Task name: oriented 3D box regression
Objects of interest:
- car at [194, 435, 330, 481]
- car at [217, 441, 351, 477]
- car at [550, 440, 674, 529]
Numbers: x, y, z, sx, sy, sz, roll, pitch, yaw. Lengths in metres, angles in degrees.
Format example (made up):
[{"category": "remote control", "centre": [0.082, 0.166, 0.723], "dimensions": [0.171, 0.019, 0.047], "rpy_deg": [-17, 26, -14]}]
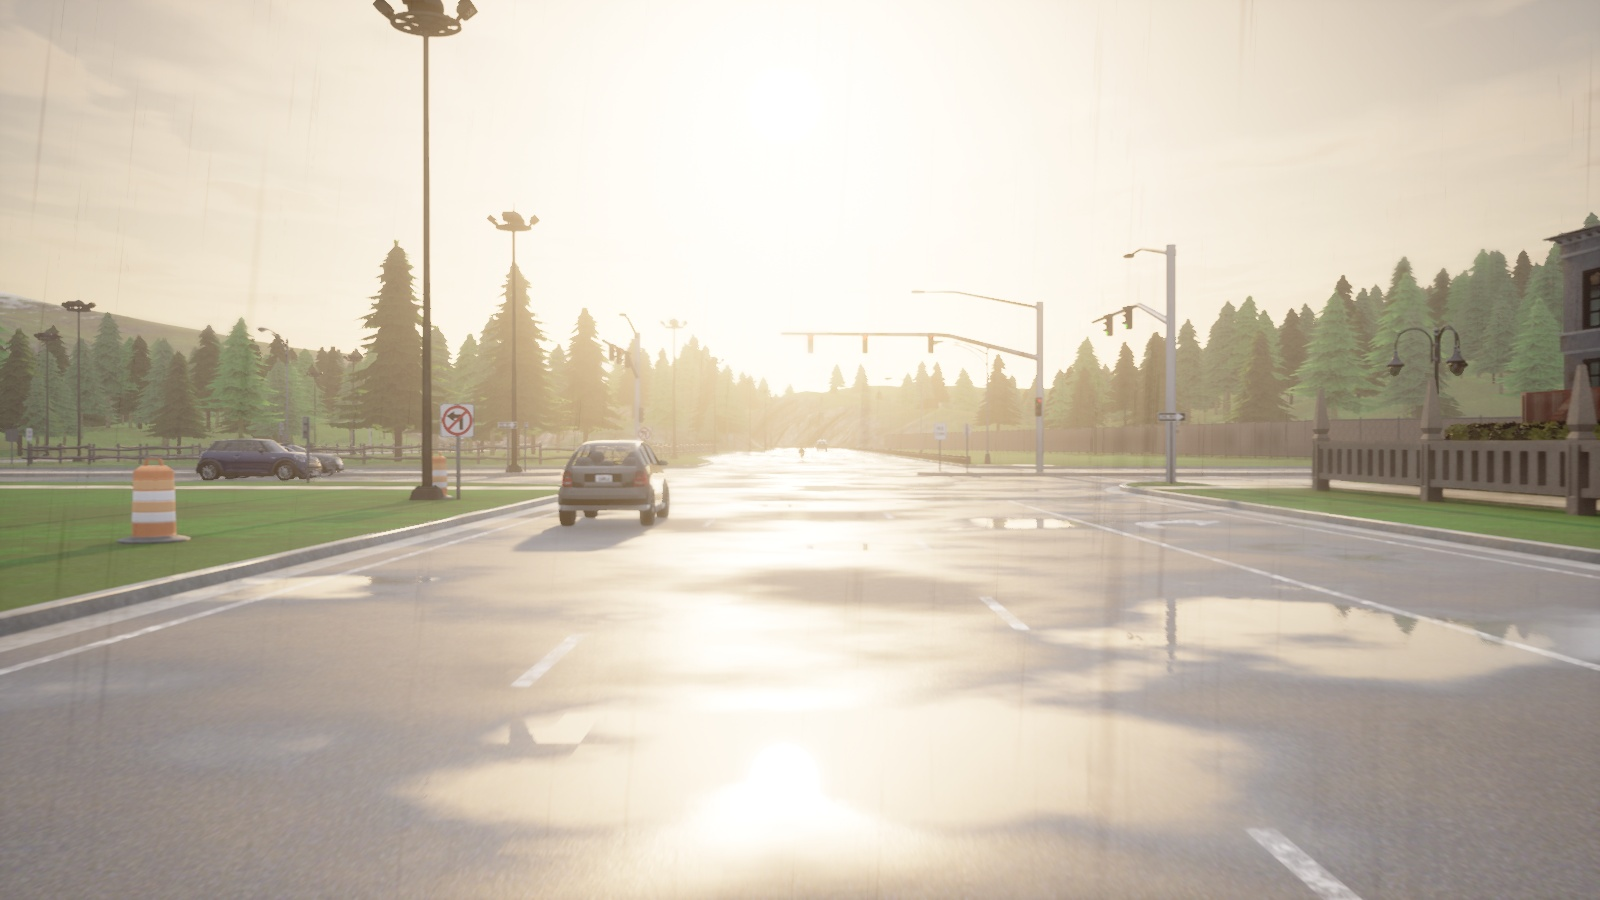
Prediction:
[{"category": "car", "centre": [-21.507, 0.305, 50.323], "dimensions": [4.553, 1.767, 2.097], "rpy_deg": [0, 0, 1]}, {"category": "car", "centre": [-22.063, 0.383, 53.830], "dimensions": [4.902, 1.511, 2.128], "rpy_deg": [0, 0, 1]}, {"category": "car", "centre": [-3.447, 0.589, 23.675], "dimensions": [1.789, 1.549, 3.705], "rpy_deg": [0, 0, 0]}]
